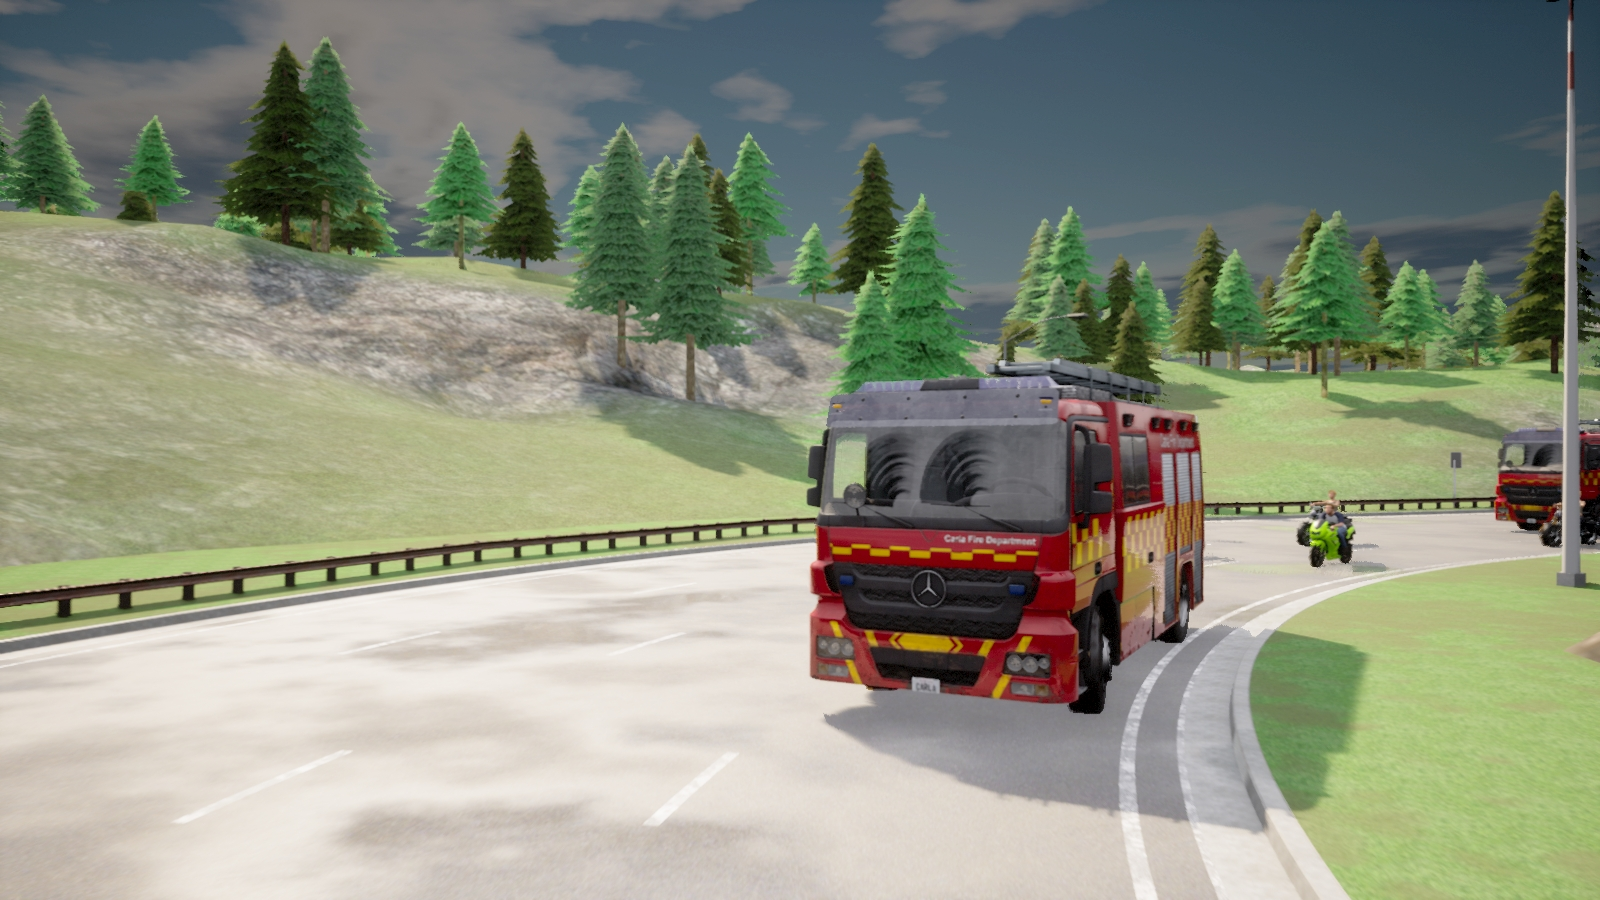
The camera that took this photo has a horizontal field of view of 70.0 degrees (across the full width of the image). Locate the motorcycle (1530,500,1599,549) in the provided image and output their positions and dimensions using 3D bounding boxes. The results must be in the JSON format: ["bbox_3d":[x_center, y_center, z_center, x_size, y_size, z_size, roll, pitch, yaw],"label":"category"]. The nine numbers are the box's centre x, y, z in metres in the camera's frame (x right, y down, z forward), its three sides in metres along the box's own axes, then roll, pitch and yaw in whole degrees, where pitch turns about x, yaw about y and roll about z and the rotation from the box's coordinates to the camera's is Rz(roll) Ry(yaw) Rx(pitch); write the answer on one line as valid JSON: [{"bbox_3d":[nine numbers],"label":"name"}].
[{"bbox_3d":[22.387,2.156,33.250,2.356,1.307,0.764,0,0,-24],"label":"motorcycle"}]

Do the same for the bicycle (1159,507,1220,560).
[{"bbox_3d":[10.167,2.158,29.775,1.487,1.277,0.859,0,1,-41],"label":"bicycle"}]

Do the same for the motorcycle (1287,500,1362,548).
[{"bbox_3d":[15.426,2.155,33.600,2.356,1.307,0.764,0,0,-29],"label":"motorcycle"}]

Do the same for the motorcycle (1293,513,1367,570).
[{"bbox_3d":[12.786,2.185,27.536,2.033,1.199,0.803,-1,1,-39],"label":"motorcycle"}]

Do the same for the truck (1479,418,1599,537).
[{"bbox_3d":[27.842,0.891,39.603,8.468,3.827,2.891,0,0,-22],"label":"truck"}]

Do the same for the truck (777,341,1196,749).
[{"bbox_3d":[3.027,0.890,15.120,2.891,3.827,8.468,0,0,28],"label":"truck"}]
